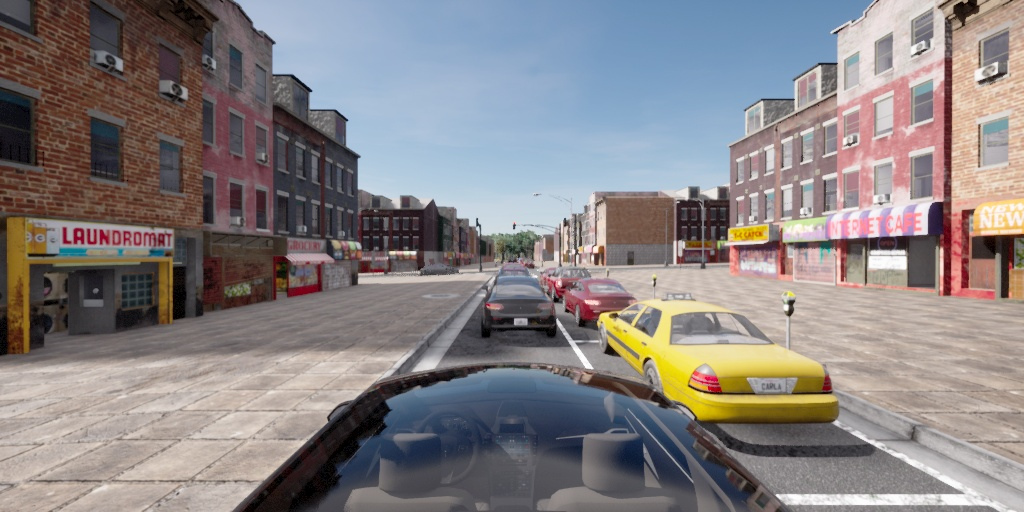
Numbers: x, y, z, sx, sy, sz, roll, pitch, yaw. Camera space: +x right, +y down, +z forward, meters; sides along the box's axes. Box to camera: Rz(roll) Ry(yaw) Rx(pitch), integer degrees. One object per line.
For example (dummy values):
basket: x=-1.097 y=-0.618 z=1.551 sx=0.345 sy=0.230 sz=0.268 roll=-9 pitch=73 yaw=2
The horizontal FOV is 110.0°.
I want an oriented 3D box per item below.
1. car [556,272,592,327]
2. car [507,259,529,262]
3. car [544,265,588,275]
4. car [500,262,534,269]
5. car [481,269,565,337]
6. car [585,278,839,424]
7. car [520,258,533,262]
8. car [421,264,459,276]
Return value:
car: x=2.646 y=1.332 z=11.240 sx=1.802 sy=1.307 sz=4.207 roll=0 pitch=0 yaw=0
car: x=0.091 y=1.245 z=27.139 sx=1.882 sy=1.535 sz=5.008 roll=0 pitch=0 yaw=0
car: x=2.652 y=1.193 z=16.706 sx=1.967 sy=1.591 sz=4.097 roll=0 pitch=0 yaw=0
car: x=0.104 y=1.246 z=17.579 sx=2.128 sy=1.511 sz=4.902 roll=0 pitch=0 yaw=0
car: x=0.117 y=1.276 z=10.152 sx=1.812 sy=1.442 sz=4.674 roll=0 pitch=0 yaw=-2
car: x=2.641 y=1.275 z=5.943 sx=1.751 sy=1.417 sz=4.829 roll=0 pitch=0 yaw=0
car: x=2.697 y=1.309 z=59.513 sx=1.967 sy=1.591 sz=4.097 roll=0 pitch=0 yaw=0
car: x=-8.054 y=1.556 z=39.952 sx=4.181 sy=1.385 sz=1.994 roll=-2 pitch=0 yaw=-6
